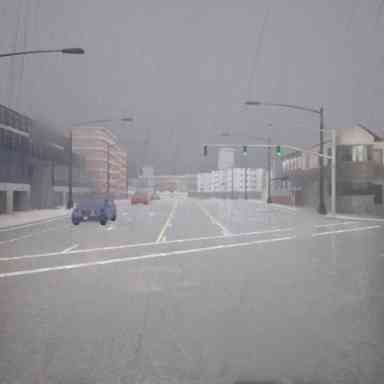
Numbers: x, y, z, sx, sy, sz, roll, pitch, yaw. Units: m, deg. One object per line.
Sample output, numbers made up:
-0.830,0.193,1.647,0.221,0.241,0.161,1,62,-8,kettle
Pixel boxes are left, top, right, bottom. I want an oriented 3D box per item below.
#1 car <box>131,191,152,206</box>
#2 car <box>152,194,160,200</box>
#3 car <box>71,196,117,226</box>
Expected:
-7.589,0.961,49.222,2.150,2.045,5.566,0,2,-1,car
-8.254,1.133,75.044,2.128,1.511,4.902,0,-1,-1,car
-6.952,1.321,24.257,2.150,2.045,5.566,0,0,-1,car
